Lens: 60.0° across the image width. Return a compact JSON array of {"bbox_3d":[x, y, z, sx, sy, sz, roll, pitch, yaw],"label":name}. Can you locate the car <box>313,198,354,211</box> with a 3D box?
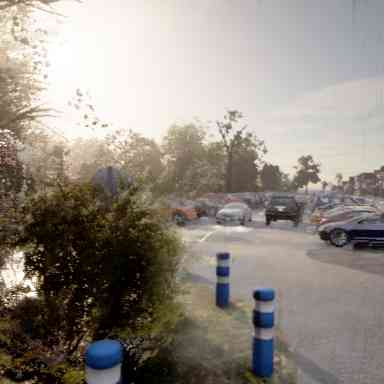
[{"bbox_3d":[19.413,1.670,45.800,5.008,1.535,2.097,1,1,20],"label":"car"}]

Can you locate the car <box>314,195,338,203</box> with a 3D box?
[{"bbox_3d":[29.076,1.431,72.353,4.792,1.488,2.163,1,1,20],"label":"car"}]

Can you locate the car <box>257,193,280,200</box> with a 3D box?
[{"bbox_3d":[18.178,1.117,79.228,5.008,1.535,2.097,1,1,20],"label":"car"}]

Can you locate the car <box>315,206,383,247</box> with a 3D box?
[{"bbox_3d":[7.813,1.547,13.915,4.792,1.488,2.163,1,0,20],"label":"car"}]

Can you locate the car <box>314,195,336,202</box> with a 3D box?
[{"bbox_3d":[30.979,1.387,77.674,4.674,1.452,2.002,1,1,20],"label":"car"}]

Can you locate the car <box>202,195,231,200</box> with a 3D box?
[{"bbox_3d":[0.815,1.375,31.440,4.892,1.521,2.231,1,0,20],"label":"car"}]

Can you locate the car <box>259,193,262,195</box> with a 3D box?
[{"bbox_3d":[8.527,1.262,52.560,4.553,1.767,2.185,1,1,20],"label":"car"}]

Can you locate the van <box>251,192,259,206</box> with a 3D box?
[{"bbox_3d":[6.724,1.216,47.337,4.442,1.987,1.878,1,1,20],"label":"van"}]

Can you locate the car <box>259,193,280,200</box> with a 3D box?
[{"bbox_3d":[19.140,1.091,81.883,4.892,1.521,2.231,1,1,20],"label":"car"}]

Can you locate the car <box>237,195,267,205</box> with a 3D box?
[{"bbox_3d":[10.460,1.333,58.000,4.892,1.521,2.231,1,1,20],"label":"car"}]

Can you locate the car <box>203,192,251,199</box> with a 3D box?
[{"bbox_3d":[3.700,1.191,39.273,5.566,2.045,2.435,1,0,20],"label":"car"}]

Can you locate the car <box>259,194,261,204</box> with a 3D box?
[{"bbox_3d":[7.544,1.441,50.049,4.792,1.488,2.163,1,1,20],"label":"car"}]

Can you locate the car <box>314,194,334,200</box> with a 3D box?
[{"bbox_3d":[33.871,1.300,85.644,4.674,1.452,2.002,1,1,20],"label":"car"}]

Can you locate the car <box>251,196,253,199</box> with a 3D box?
[{"bbox_3d":[4.640,1.461,41.946,5.008,1.535,2.097,1,0,20],"label":"car"}]

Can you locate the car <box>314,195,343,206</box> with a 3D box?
[{"bbox_3d":[24.201,1.409,59.091,4.553,1.767,2.185,1,1,20],"label":"car"}]

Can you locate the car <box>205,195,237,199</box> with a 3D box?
[{"bbox_3d":[1.769,1.426,33.964,4.792,1.488,2.163,1,0,20],"label":"car"}]

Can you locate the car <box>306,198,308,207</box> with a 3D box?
[{"bbox_3d":[11.792,1.664,37.476,1.812,1.442,4.674,1,0,20],"label":"car"}]

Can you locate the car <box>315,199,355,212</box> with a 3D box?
[{"bbox_3d":[18.446,1.737,43.146,4.674,1.452,2.002,1,1,20],"label":"car"}]

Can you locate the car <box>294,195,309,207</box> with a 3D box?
[{"bbox_3d":[17.603,1.389,53.503,2.097,1.767,4.553,1,1,20],"label":"car"}]

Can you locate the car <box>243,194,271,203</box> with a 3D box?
[{"bbox_3d":[12.346,1.279,63.190,5.008,1.535,2.097,1,1,20],"label":"car"}]

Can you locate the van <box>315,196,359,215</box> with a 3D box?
[{"bbox_3d":[16.364,1.491,37.740,4.442,1.987,1.878,1,0,20],"label":"van"}]

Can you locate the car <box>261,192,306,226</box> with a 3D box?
[{"bbox_3d":[6.678,1.242,23.784,2.150,2.045,5.566,1,0,22],"label":"car"}]

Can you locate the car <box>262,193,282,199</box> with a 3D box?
[{"bbox_3d":[21.053,1.034,87.195,4.892,1.521,2.231,1,1,20],"label":"car"}]

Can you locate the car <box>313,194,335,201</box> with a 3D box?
[{"bbox_3d":[32.910,1.290,82.984,5.008,1.535,2.097,1,1,20],"label":"car"}]

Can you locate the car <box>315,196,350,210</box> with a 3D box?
[{"bbox_3d":[20.345,1.517,48.467,4.553,1.767,2.185,1,1,20],"label":"car"}]

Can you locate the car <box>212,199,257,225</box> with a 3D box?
[{"bbox_3d":[3.114,1.466,23.645,1.812,1.442,4.674,1,0,20],"label":"car"}]

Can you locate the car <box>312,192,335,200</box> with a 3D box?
[{"bbox_3d":[34.864,0.979,88.285,5.566,2.045,2.435,1,1,20],"label":"car"}]

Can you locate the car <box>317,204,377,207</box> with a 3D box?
[{"bbox_3d":[8.801,1.581,16.563,4.674,1.452,2.002,1,0,20],"label":"car"}]

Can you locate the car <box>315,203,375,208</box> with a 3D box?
[{"bbox_3d":[9.764,1.604,19.219,4.674,1.452,2.002,1,0,20],"label":"car"}]

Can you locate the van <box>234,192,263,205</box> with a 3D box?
[{"bbox_3d":[9.395,1.130,55.379,4.442,1.987,1.878,1,1,20],"label":"van"}]

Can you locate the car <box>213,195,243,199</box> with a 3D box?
[{"bbox_3d":[2.732,1.449,36.618,4.792,1.488,2.163,1,0,20],"label":"car"}]

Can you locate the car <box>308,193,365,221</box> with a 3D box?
[{"bbox_3d":[13.652,1.405,29.835,5.566,2.045,2.435,1,0,20],"label":"car"}]

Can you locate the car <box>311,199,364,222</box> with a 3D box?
[{"bbox_3d":[12.652,1.632,27.189,5.008,1.535,2.097,1,0,20],"label":"car"}]

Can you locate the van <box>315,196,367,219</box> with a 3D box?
[{"bbox_3d":[14.478,1.450,32.540,4.442,1.987,1.878,1,0,20],"label":"van"}]

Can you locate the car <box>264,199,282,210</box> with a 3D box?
[{"bbox_3d":[11.244,1.658,45.933,1.895,1.301,4.718,1,1,20],"label":"car"}]

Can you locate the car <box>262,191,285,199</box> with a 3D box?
[{"bbox_3d":[22.011,0.754,89.717,5.566,2.045,2.435,1,1,20],"label":"car"}]

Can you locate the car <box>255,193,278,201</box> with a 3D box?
[{"bbox_3d":[17.215,1.144,76.574,5.008,1.535,2.097,1,1,20],"label":"car"}]

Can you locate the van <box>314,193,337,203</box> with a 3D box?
[{"bbox_3d":[27.979,1.200,69.743,4.442,1.987,1.878,1,1,20],"label":"van"}]

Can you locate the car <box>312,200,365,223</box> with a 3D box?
[{"bbox_3d":[11.699,1.609,24.530,5.008,1.535,2.097,1,0,20],"label":"car"}]

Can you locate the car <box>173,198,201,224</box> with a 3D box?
[{"bbox_3d":[-2.035,1.180,23.463,4.553,1.767,2.185,1,0,20],"label":"car"}]

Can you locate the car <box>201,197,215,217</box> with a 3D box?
[{"bbox_3d":[-1.142,1.327,26.010,5.008,1.535,2.097,1,0,20],"label":"car"}]
